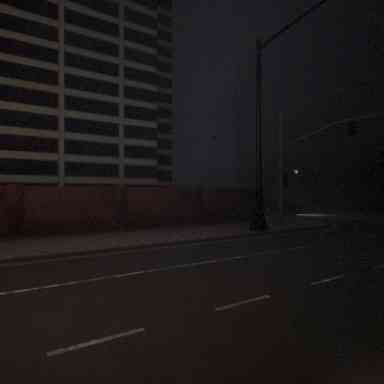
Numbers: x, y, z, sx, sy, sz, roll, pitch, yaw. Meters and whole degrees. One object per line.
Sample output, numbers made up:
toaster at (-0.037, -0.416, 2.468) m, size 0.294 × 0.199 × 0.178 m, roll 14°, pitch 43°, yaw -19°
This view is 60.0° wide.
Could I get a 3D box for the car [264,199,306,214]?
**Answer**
car at (9.750, 1.501, 35.489) m, size 1.837 × 1.490 × 4.892 m, roll 0°, pitch 0°, yaw -36°
